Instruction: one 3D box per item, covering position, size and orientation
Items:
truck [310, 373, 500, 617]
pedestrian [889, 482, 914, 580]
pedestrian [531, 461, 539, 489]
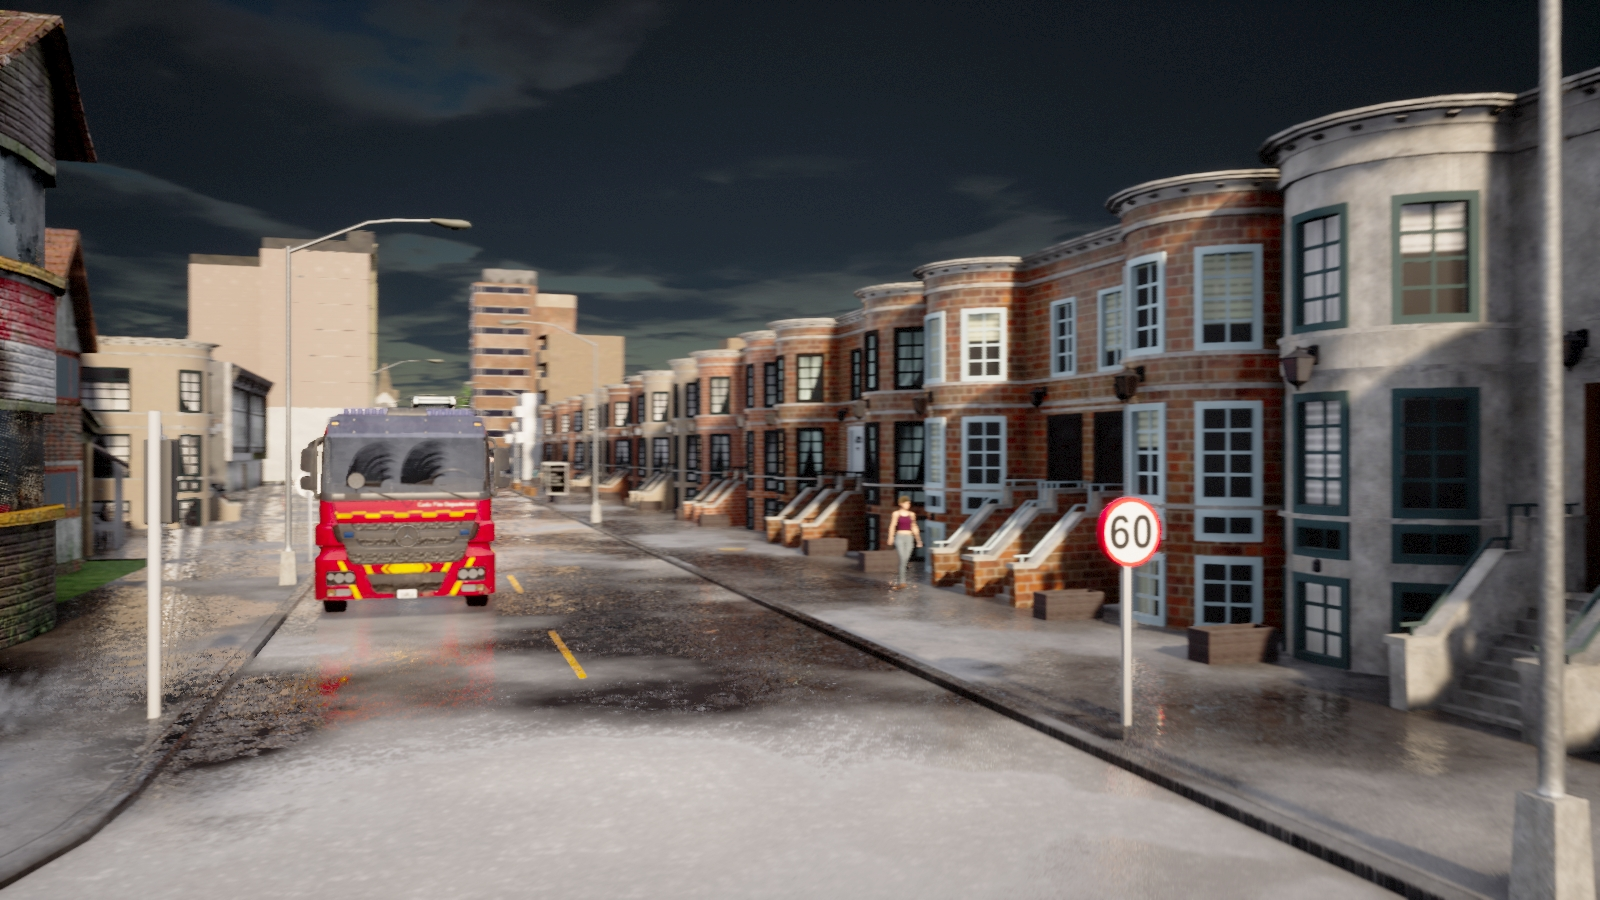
[{"bbox_3d":[-7.643,0.712,22.412,2.891,3.827,8.468,0,0,-18],"label":"truck"},{"bbox_3d":[1.954,1.555,21.993,0.375,1.860,0.375,0,0,-17],"label":"pedestrian"},{"bbox_3d":[-17.476,1.653,75.347,0.375,1.860,0.375,0,0,21],"label":"pedestrian"}]
